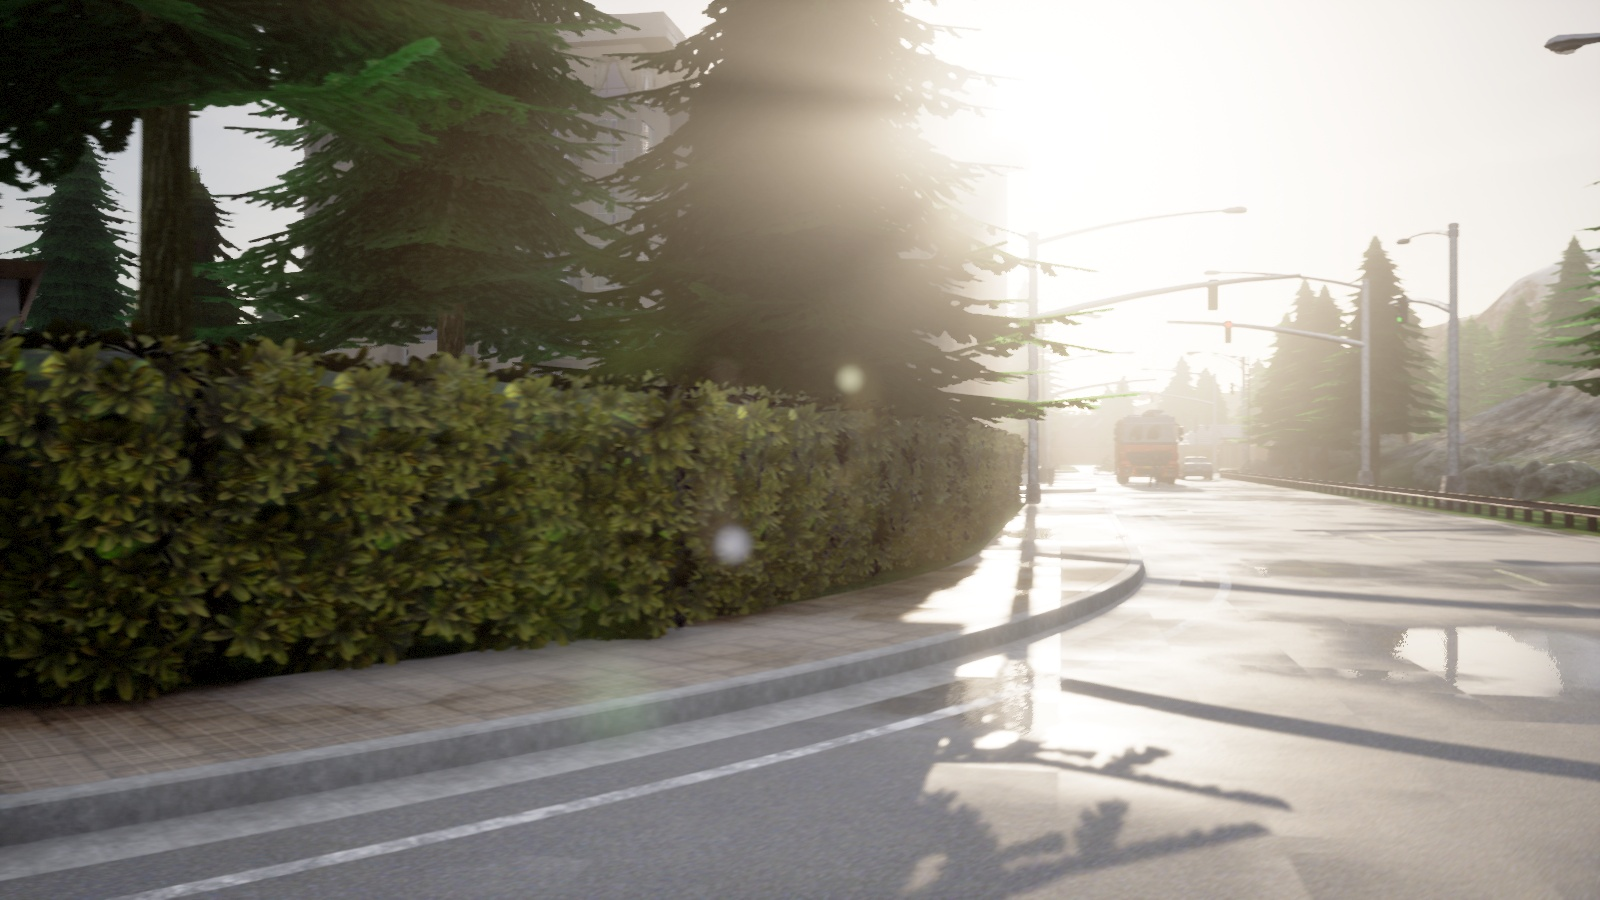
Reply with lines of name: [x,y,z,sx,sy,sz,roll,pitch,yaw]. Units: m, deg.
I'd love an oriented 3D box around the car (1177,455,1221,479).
car: [24.055,0.996,75.879,2.033,1.411,5.357,0,0,12]

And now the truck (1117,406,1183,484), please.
truck: [18.263,-0.234,65.939,2.891,3.827,8.468,0,0,12]

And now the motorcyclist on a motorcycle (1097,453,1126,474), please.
motorcyclist on a motorcycle: [23.041,0.977,92.992,2.044,1.523,0.797,0,0,13]
